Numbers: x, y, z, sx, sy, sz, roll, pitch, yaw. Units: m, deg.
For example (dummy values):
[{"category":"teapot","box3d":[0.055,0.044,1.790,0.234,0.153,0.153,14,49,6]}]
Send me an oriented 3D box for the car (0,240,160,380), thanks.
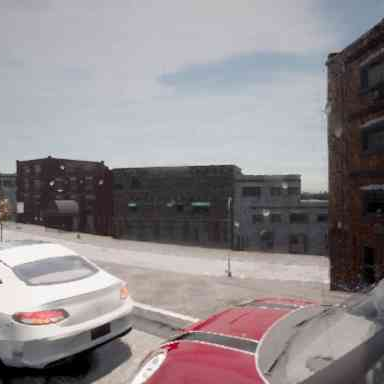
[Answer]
[{"category":"car","box3d":[-2.982,1.522,5.379,4.674,1.452,2.002,0,0,35]}]
